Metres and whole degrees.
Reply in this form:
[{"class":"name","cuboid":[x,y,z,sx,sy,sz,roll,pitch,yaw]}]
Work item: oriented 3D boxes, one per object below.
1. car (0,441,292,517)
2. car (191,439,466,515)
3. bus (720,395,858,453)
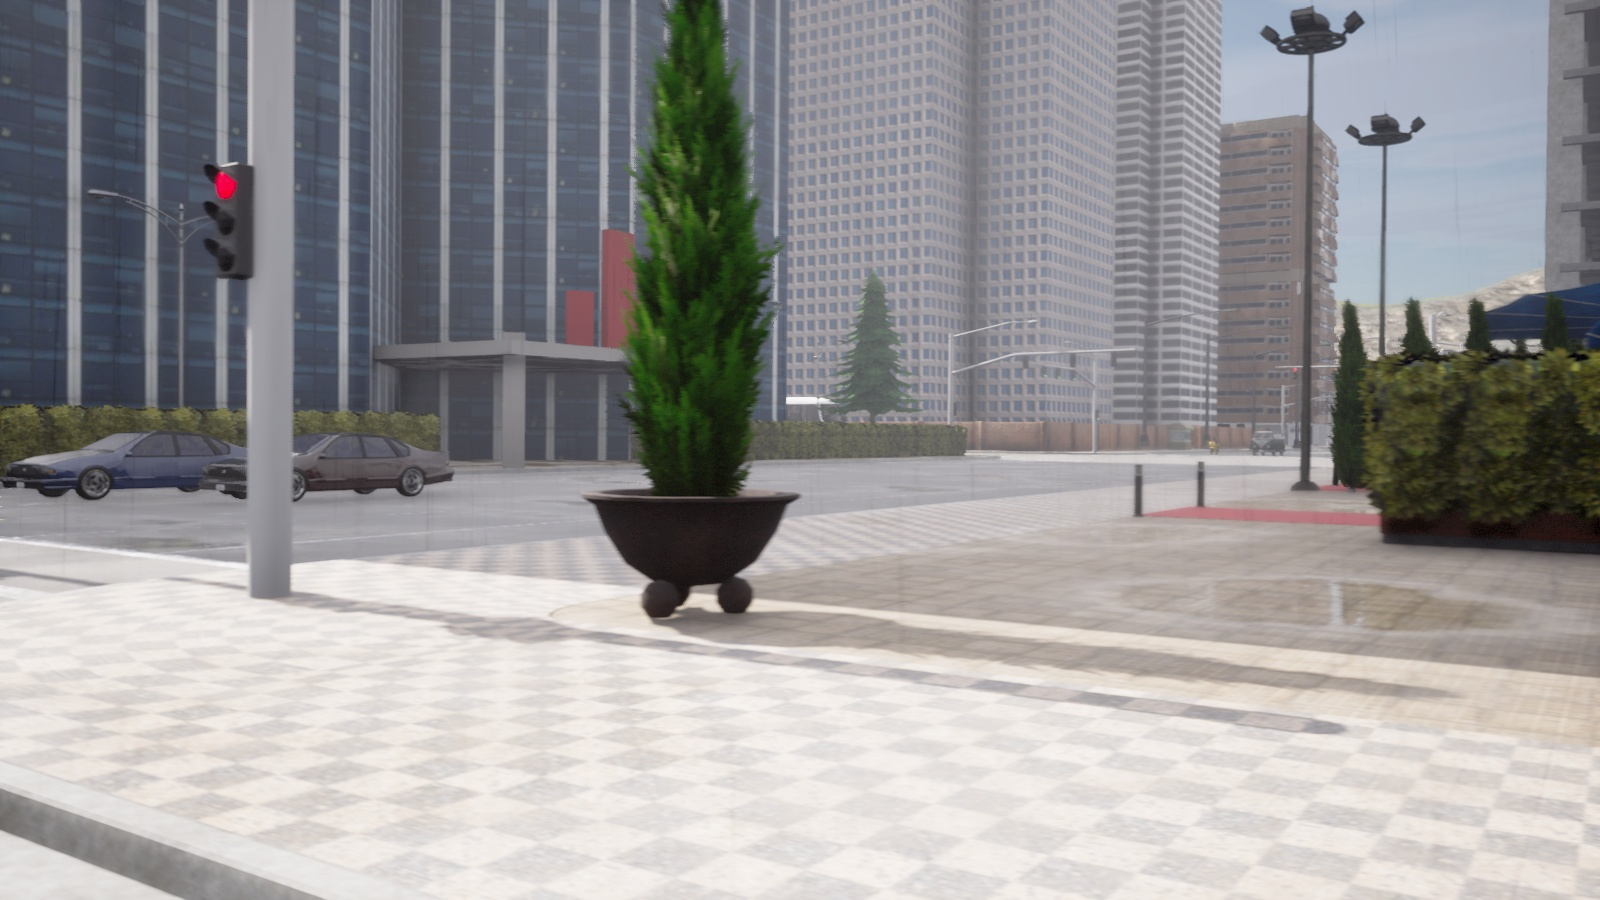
[{"class":"car","cuboid":[-13.981,0.544,27.125,2.033,1.411,5.357,0,1,33]},{"class":"car","cuboid":[-9.926,0.509,26.938,2.033,1.411,5.357,0,1,33]},{"class":"bus","cuboid":[-0.919,-1.953,97.778,10.273,4.253,3.944,0,1,33]}]
